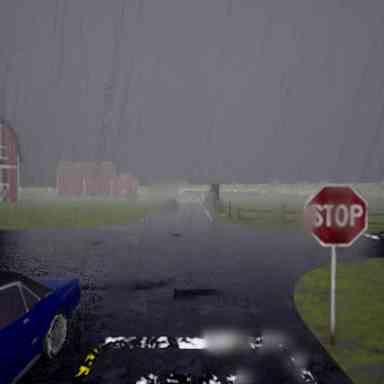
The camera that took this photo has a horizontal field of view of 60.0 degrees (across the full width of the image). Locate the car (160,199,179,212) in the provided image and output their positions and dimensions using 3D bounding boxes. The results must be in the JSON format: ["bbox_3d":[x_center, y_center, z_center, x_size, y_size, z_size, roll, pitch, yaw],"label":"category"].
[{"bbox_3d":[-2.505,1.481,38.437,2.033,1.411,5.357,0,0,0],"label":"car"}]

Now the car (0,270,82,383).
[{"bbox_3d":[-2.732,1.594,3.168,1.895,1.301,4.718,0,0,0],"label":"car"}]
